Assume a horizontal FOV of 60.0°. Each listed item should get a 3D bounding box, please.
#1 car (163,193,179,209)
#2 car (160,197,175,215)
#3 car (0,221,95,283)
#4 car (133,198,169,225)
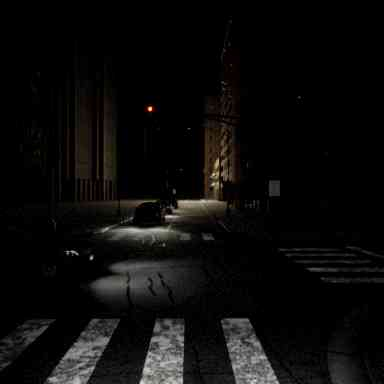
[{"bbox_3d":[-2.999,1.217,45.111,2.150,2.045,5.566,0,0,1],"label":"car"},{"bbox_3d":[-3.034,1.522,34.401,1.812,1.442,4.674,0,0,0],"label":"car"},{"bbox_3d":[-5.078,1.525,9.069,4.674,1.442,1.812,0,0,0],"label":"car"},{"bbox_3d":[-3.052,1.476,24.437,1.882,1.535,5.008,0,0,0],"label":"car"}]
